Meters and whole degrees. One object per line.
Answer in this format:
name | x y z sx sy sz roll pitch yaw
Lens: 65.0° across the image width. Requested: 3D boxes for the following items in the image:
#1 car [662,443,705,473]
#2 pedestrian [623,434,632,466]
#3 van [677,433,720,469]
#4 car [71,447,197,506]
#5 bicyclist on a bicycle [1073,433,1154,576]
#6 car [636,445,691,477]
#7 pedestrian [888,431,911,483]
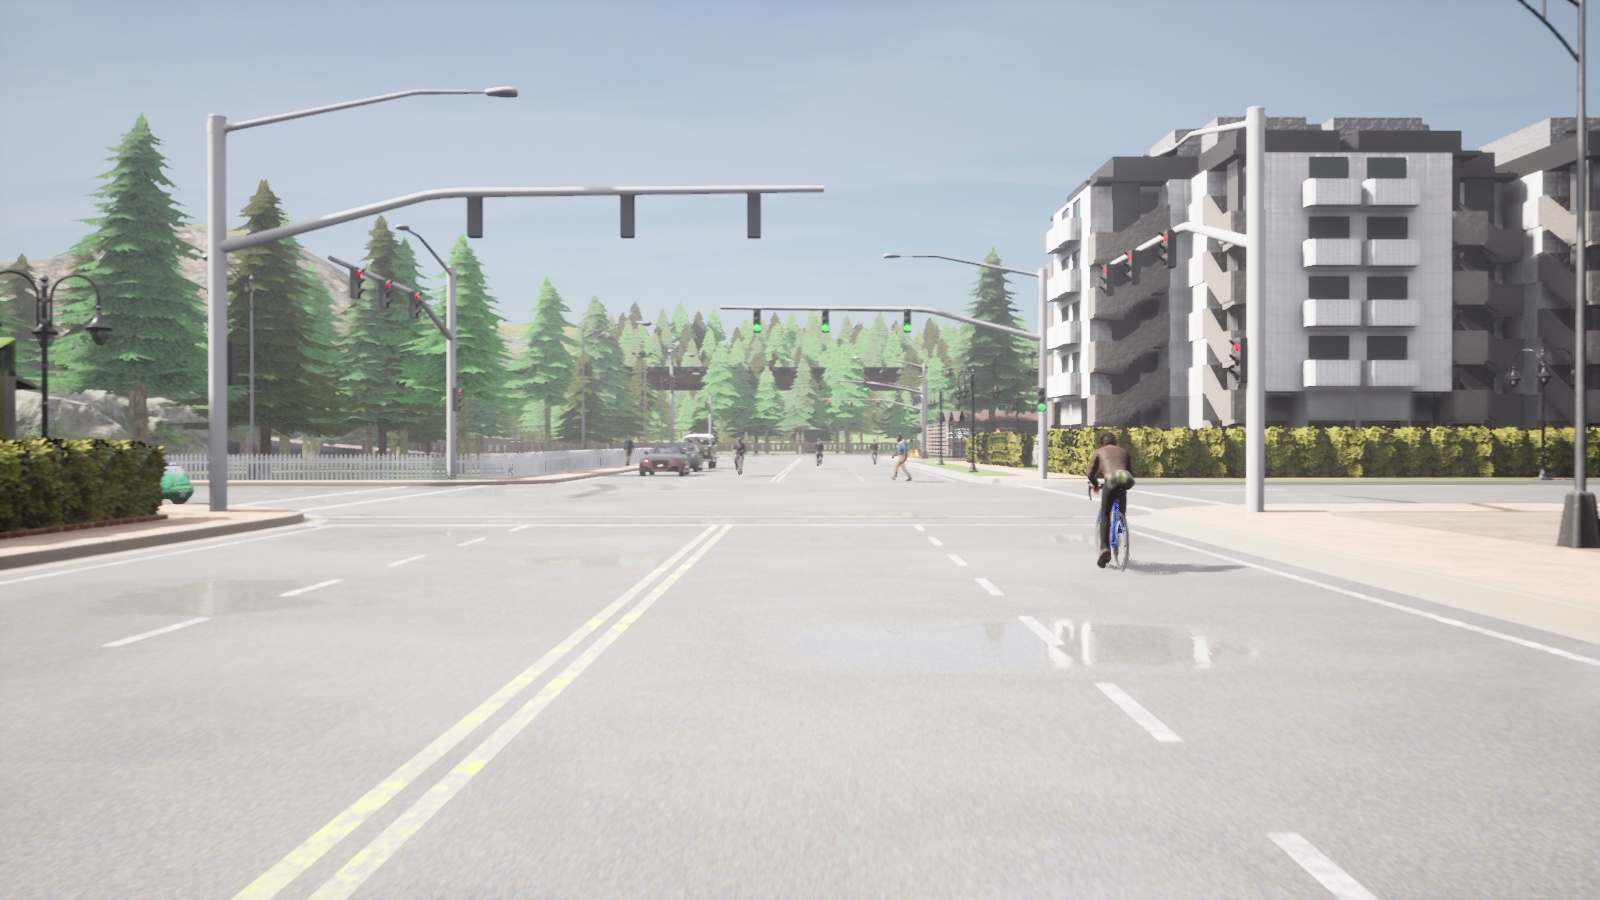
car | -6.039 0.388 65.182 1.845 1.501 3.633 0 0 1
pedestrian | -9.999 -0.014 72.812 0.402 1.842 0.726 0 0 2
van | -5.917 0.051 73.412 2.069 2.038 4.480 0 0 1
car | -15.857 0.619 29.973 2.207 1.376 1.481 0 0 1
bicyclist on a bicycle | 3.731 0.618 15.061 0.582 1.620 1.656 0 0 1
car | -6.155 0.483 57.240 1.994 1.385 4.181 0 0 1
pedestrian | 3.756 0.271 47.351 0.788 1.949 0.423 0 0 -9
